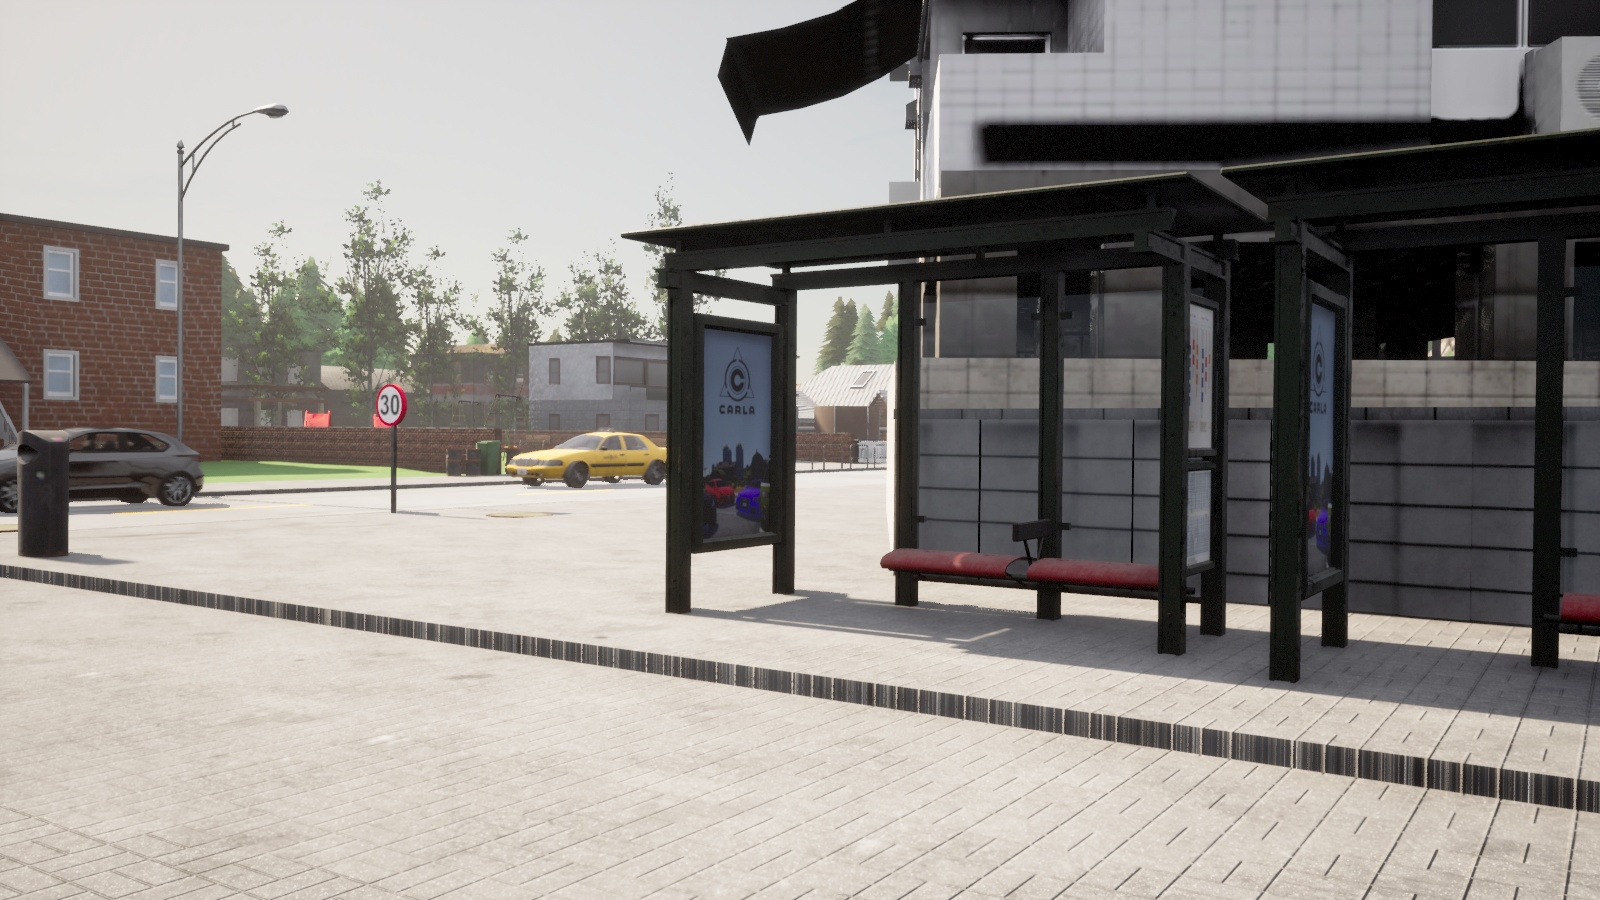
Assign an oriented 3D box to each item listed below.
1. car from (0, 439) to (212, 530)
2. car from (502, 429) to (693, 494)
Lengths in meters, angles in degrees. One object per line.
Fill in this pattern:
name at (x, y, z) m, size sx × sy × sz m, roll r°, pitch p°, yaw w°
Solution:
car at (-13.014, 0.557, 22.418) m, size 1.816 × 1.474 × 4.193 m, roll 0°, pitch 1°, yaw 35°
car at (-5.327, 0.256, 33.783) m, size 1.801 × 1.575 × 5.366 m, roll 0°, pitch 1°, yaw 36°
